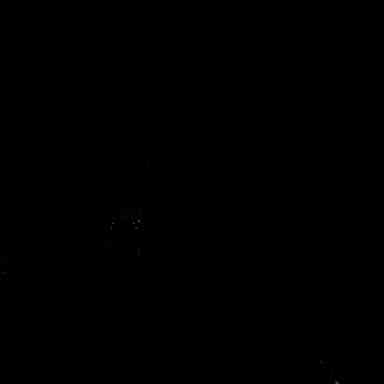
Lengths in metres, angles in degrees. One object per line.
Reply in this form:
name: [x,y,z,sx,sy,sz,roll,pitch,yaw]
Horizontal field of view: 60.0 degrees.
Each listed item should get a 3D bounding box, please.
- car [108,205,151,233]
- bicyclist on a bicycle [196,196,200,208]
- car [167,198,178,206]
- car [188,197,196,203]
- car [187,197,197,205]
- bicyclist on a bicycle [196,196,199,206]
car: [-3.598,1.505,19.847,1.882,1.535,5.008,0,0,0]
bicyclist on a bicycle: [0.966,1.552,50.273,0.659,1.776,1.843,0,0,0]
car: [-3.517,1.805,61.690,2.033,1.411,5.357,0,0,1]
car: [0.006,1.885,78.422,1.882,1.535,5.008,0,-1,0]
car: [0.006,1.804,67.068,1.837,1.490,4.892,0,0,0]
bicyclist on a bicycle: [0.966,1.610,59.105,0.659,1.776,1.843,0,0,0]
